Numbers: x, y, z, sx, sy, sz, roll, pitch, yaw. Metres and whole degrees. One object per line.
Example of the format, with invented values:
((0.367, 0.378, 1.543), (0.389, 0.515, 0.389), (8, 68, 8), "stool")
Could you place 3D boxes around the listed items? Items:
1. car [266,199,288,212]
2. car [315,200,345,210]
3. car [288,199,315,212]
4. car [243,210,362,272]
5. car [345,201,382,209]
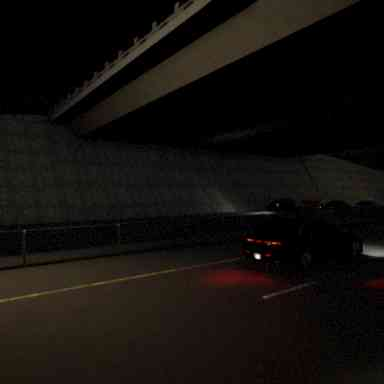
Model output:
((11.798, 1.676, 43.887), (4.553, 1.767, 2.097), (0, -1, -37), "car")
((16.799, 1.730, 38.897), (4.674, 1.442, 1.812), (0, -1, -37), "car")
((14.666, 1.740, 41.672), (5.008, 1.535, 1.882), (0, -1, -37), "car")
((3.830, 1.583, 11.136), (4.892, 1.490, 1.837), (-1, 0, -37), "car")
((18.934, 1.672, 36.125), (4.674, 1.442, 1.812), (0, -1, -37), "car")
